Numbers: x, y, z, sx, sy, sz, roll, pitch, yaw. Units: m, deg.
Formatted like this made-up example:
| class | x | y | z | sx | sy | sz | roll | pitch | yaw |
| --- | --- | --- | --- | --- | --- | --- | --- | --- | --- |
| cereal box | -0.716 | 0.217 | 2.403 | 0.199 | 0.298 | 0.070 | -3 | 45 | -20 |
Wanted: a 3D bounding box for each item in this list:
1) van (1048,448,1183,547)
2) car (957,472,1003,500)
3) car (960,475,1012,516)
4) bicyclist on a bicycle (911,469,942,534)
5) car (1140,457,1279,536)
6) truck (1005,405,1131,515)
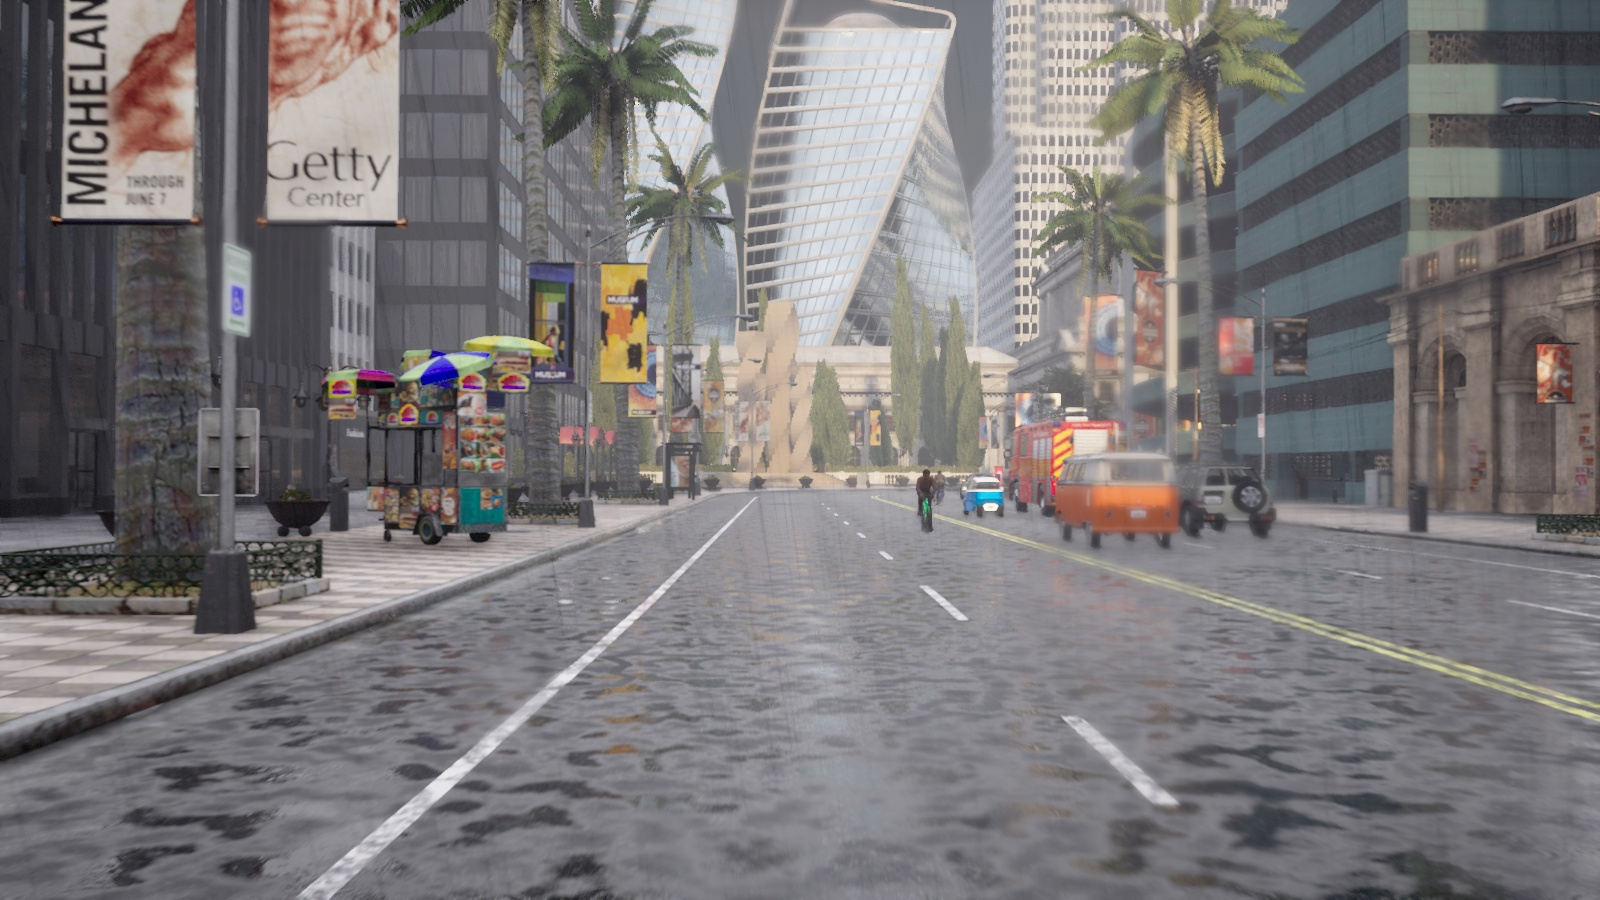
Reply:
| class | x | y | z | sx | sy | sz | roll | pitch | yaw |
| --- | --- | --- | --- | --- | --- | --- | --- | --- | --- |
| van | 6.806 | 1.001 | 27.550 | 1.775 | 1.987 | 4.442 | 0 | -1 | -1 |
| car | 9.752 | 1.932 | 68.239 | 1.816 | 1.474 | 4.193 | 0 | -1 | -1 |
| car | 6.575 | 1.589 | 44.567 | 1.481 | 1.376 | 2.207 | 0 | -1 | -1 |
| bicyclist on a bicycle | 3.243 | 1.295 | 32.307 | 0.582 | 1.620 | 1.656 | 0 | -1 | -1 |
| car | 10.248 | 1.123 | 31.808 | 1.932 | 1.855 | 4.605 | 0 | -1 | -1 |
| truck | 10.024 | 0.413 | 47.953 | 2.891 | 3.827 | 8.468 | 0 | -1 | -1 |
